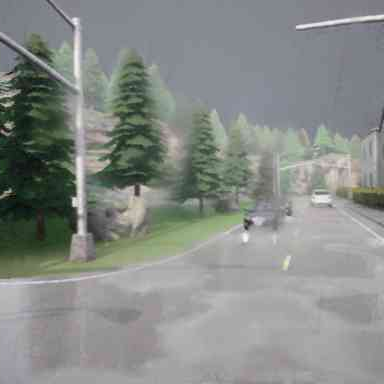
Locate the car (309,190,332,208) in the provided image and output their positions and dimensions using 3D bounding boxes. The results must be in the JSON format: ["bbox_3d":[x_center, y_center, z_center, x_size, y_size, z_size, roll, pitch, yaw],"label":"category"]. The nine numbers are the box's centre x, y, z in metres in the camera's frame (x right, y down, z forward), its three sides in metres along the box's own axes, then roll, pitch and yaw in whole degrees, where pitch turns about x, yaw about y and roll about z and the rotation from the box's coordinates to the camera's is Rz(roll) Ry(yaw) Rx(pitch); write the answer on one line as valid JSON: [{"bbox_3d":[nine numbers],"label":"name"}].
[{"bbox_3d":[15.197,0.733,39.324,2.150,2.045,5.566,-2,0,18],"label":"car"}]

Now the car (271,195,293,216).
[{"bbox_3d":[7.563,1.088,28.884,2.097,1.767,4.553,-2,0,20],"label":"car"}]

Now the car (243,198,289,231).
[{"bbox_3d":[4.281,1.332,19.661,2.128,1.511,4.902,-2,0,20],"label":"car"}]
